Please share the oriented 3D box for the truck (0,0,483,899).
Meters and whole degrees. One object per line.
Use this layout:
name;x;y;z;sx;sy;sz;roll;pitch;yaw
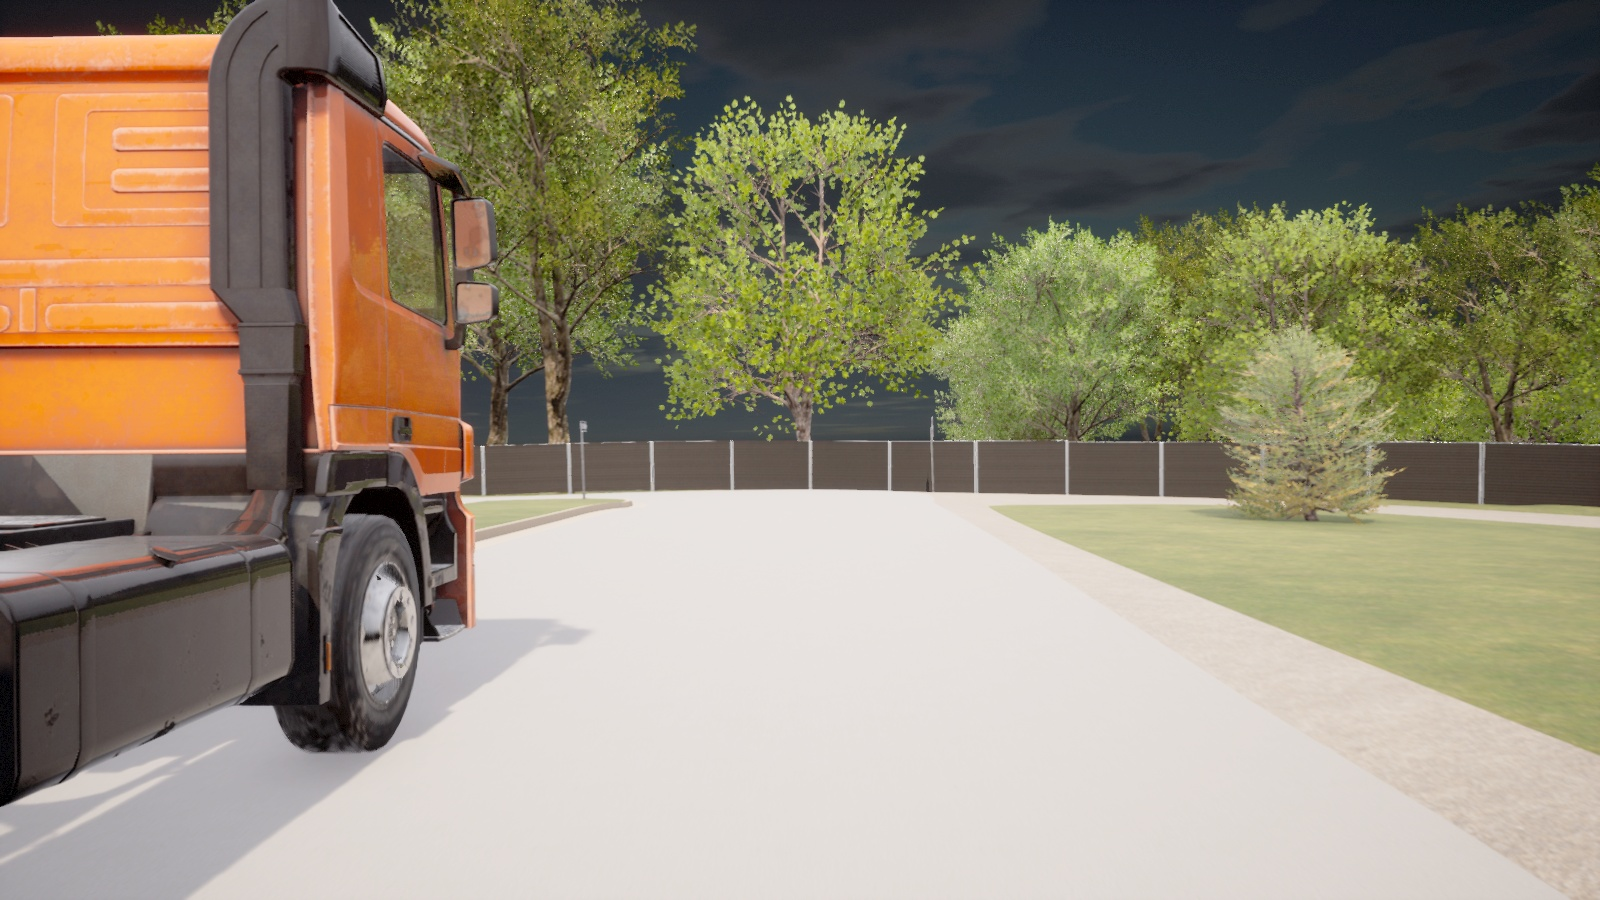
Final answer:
truck;-3.480;-0.248;3.815;2.891;3.462;7.936;0;0;1
